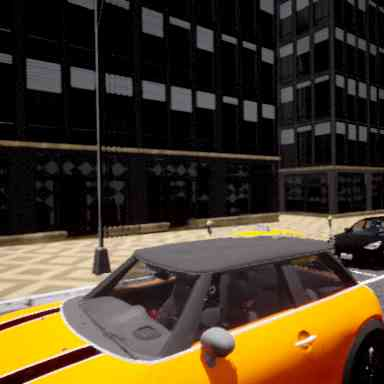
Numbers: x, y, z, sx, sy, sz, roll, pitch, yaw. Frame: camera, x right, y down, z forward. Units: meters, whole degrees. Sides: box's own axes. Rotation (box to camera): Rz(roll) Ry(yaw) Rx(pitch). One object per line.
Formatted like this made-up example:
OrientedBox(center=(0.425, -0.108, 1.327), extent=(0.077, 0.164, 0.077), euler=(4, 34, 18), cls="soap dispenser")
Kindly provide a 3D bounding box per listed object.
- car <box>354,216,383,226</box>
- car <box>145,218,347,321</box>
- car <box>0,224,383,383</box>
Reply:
OrientedBox(center=(6.304, 1.502, 11.028), extent=(4.313, 1.339, 1.947), euler=(0, -1, -35), cls="car")
OrientedBox(center=(1.472, 1.494, 7.792), extent=(4.829, 1.417, 1.752), euler=(0, -1, -35), cls="car")
OrientedBox(center=(-0.038, 1.342, 3.347), extent=(4.553, 1.767, 2.097), euler=(0, 0, -36), cls="car")
